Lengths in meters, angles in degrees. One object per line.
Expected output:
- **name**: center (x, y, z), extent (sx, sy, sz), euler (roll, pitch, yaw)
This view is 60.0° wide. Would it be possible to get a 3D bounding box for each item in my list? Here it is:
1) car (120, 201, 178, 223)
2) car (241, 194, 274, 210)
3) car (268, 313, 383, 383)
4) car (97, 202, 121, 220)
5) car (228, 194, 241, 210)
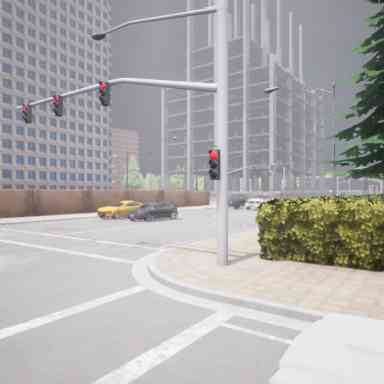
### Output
- **car**: center (-3.073, 1.560, 26.618), extent (1.837, 1.490, 4.892), euler (0, 0, 35)
- **car**: center (8.963, 1.262, 43.365), extent (2.150, 2.045, 5.566), euler (0, 0, 35)
- **car**: center (2.828, 1.601, 1.951), extent (4.718, 1.301, 1.895), euler (0, 0, 36)
- **car**: center (-5.857, 1.533, 28.741), extent (1.882, 1.535, 5.008), euler (0, 0, 35)
- **car**: center (6.111, 1.262, 45.394), extent (2.150, 2.045, 5.566), euler (0, 0, 35)
